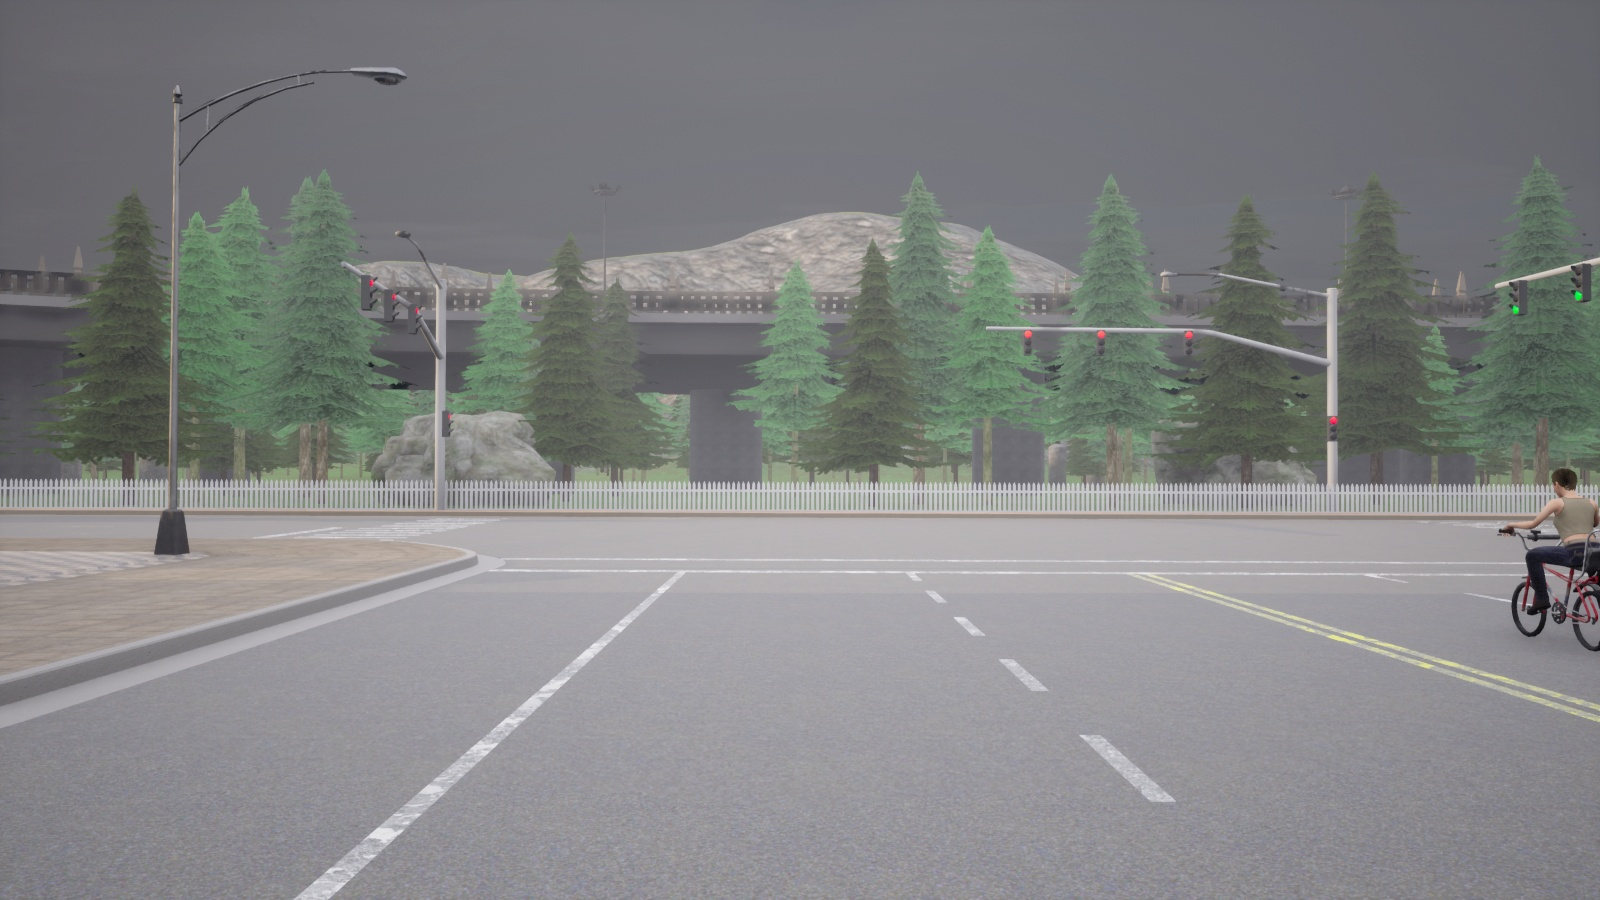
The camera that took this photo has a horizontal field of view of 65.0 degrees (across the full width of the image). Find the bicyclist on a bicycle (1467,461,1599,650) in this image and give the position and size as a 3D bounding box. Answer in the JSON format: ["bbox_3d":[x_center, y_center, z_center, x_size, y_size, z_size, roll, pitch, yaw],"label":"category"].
[{"bbox_3d":[6.975,0.916,11.527,0.866,1.612,1.509,0,-1,0],"label":"bicyclist on a bicycle"}]
